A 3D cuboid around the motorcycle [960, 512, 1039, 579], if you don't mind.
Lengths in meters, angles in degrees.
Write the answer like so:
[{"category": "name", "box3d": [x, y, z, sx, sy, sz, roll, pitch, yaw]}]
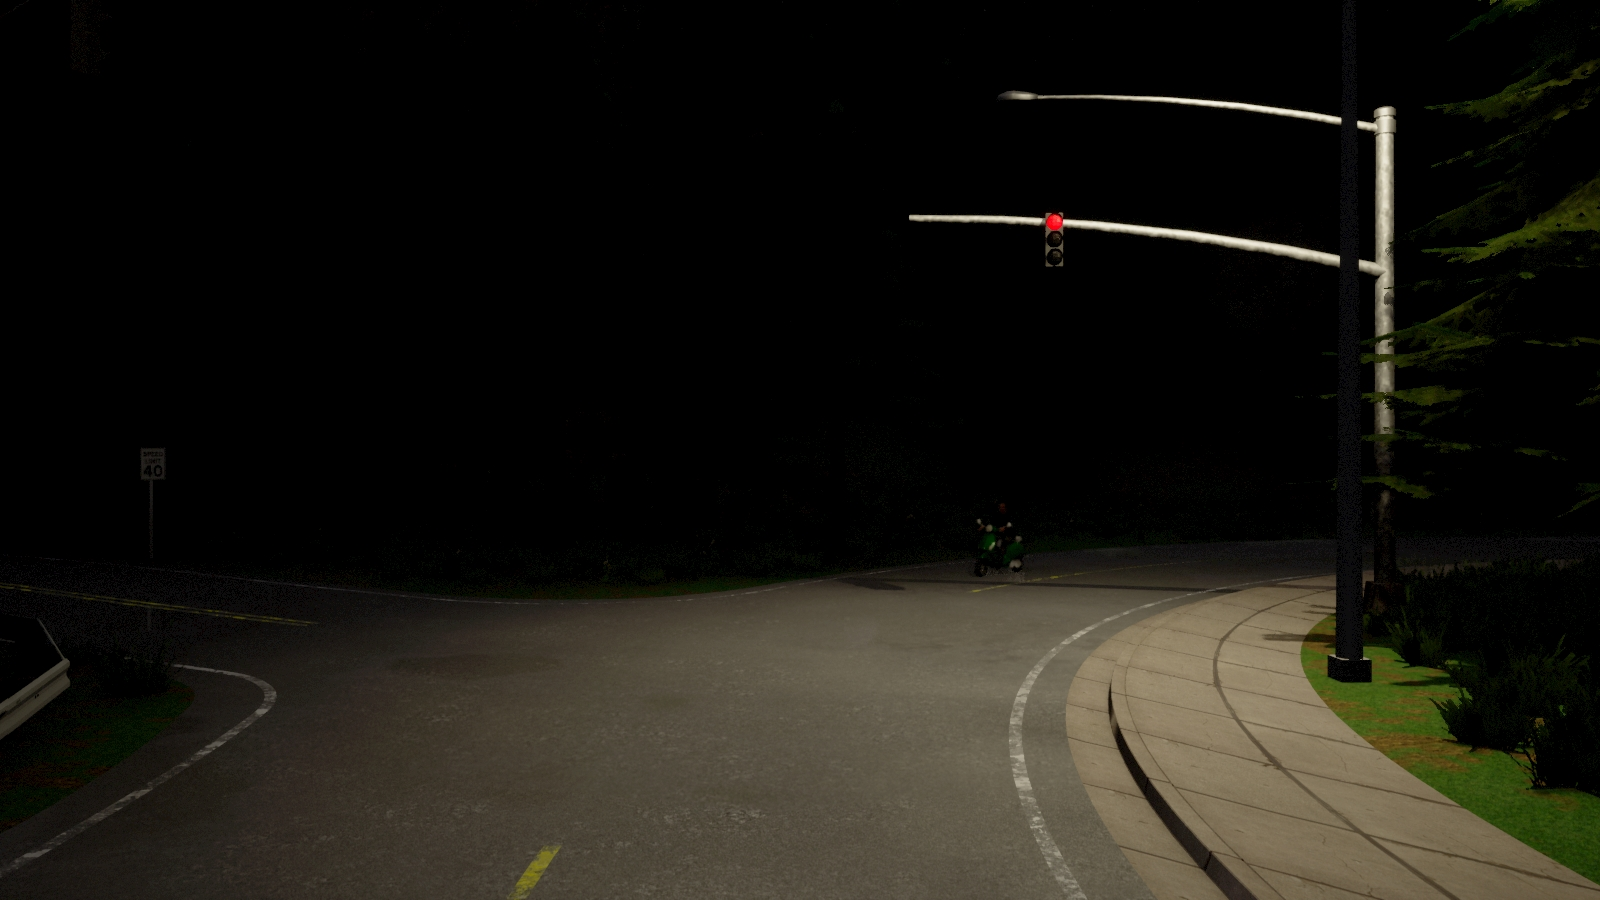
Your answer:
[{"category": "motorcycle", "box3d": [4.486, 2.115, 25.646, 1.805, 1.316, 0.856, 0, 1, -44]}]
